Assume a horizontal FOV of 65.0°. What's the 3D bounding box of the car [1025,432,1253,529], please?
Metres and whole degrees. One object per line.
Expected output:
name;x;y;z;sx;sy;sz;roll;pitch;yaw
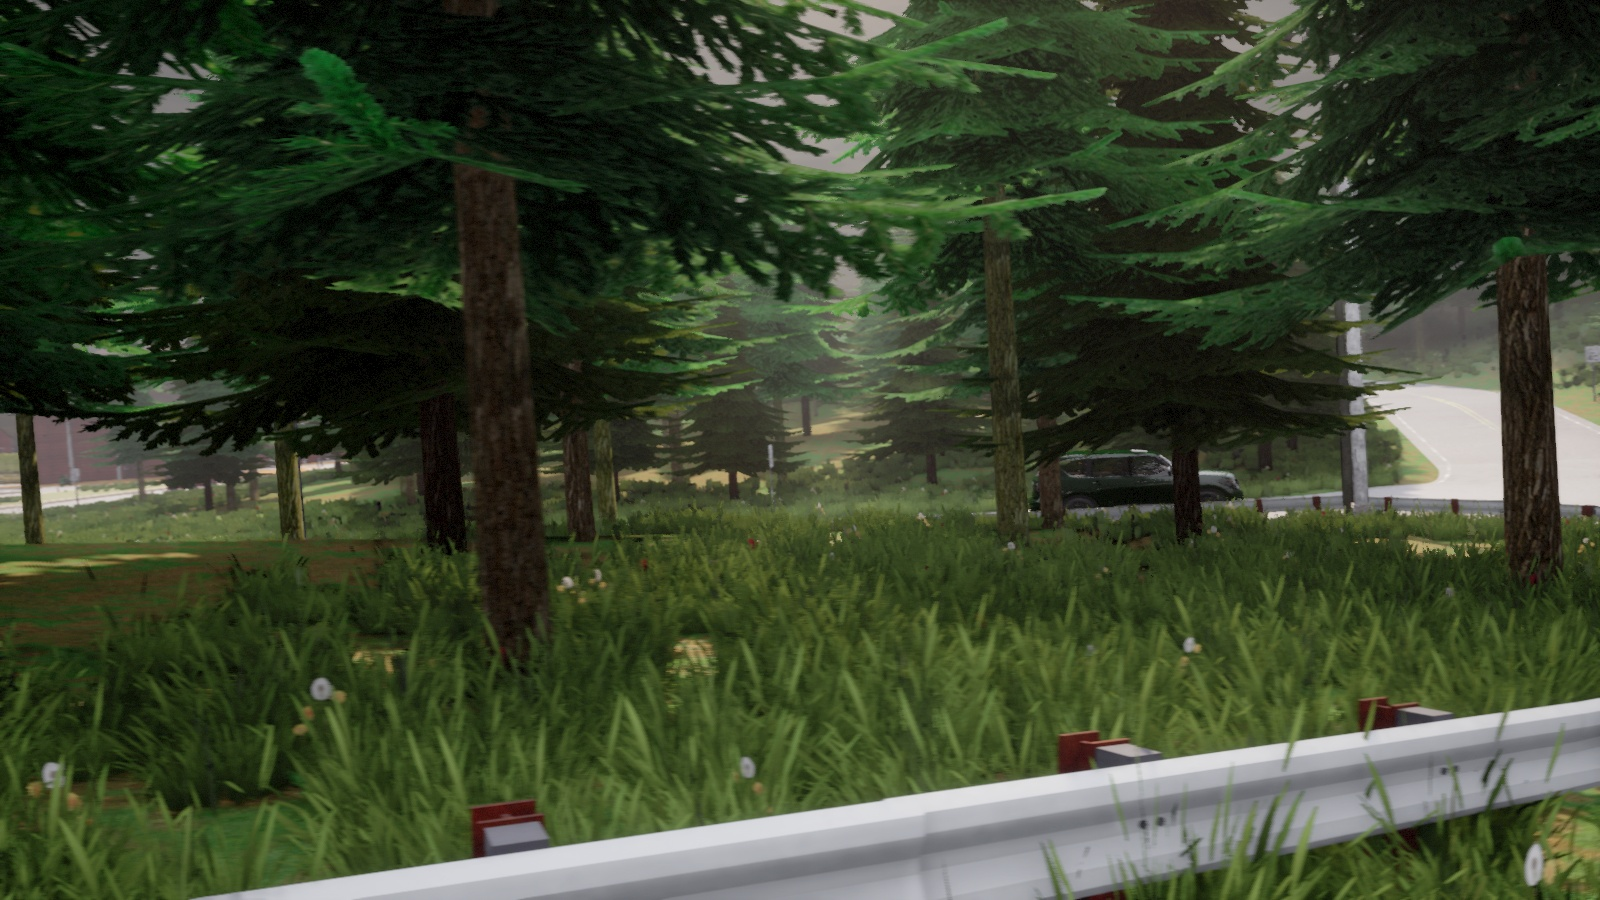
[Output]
car;9.013;0.801;33.868;5.566;2.045;2.150;-5;2;8
